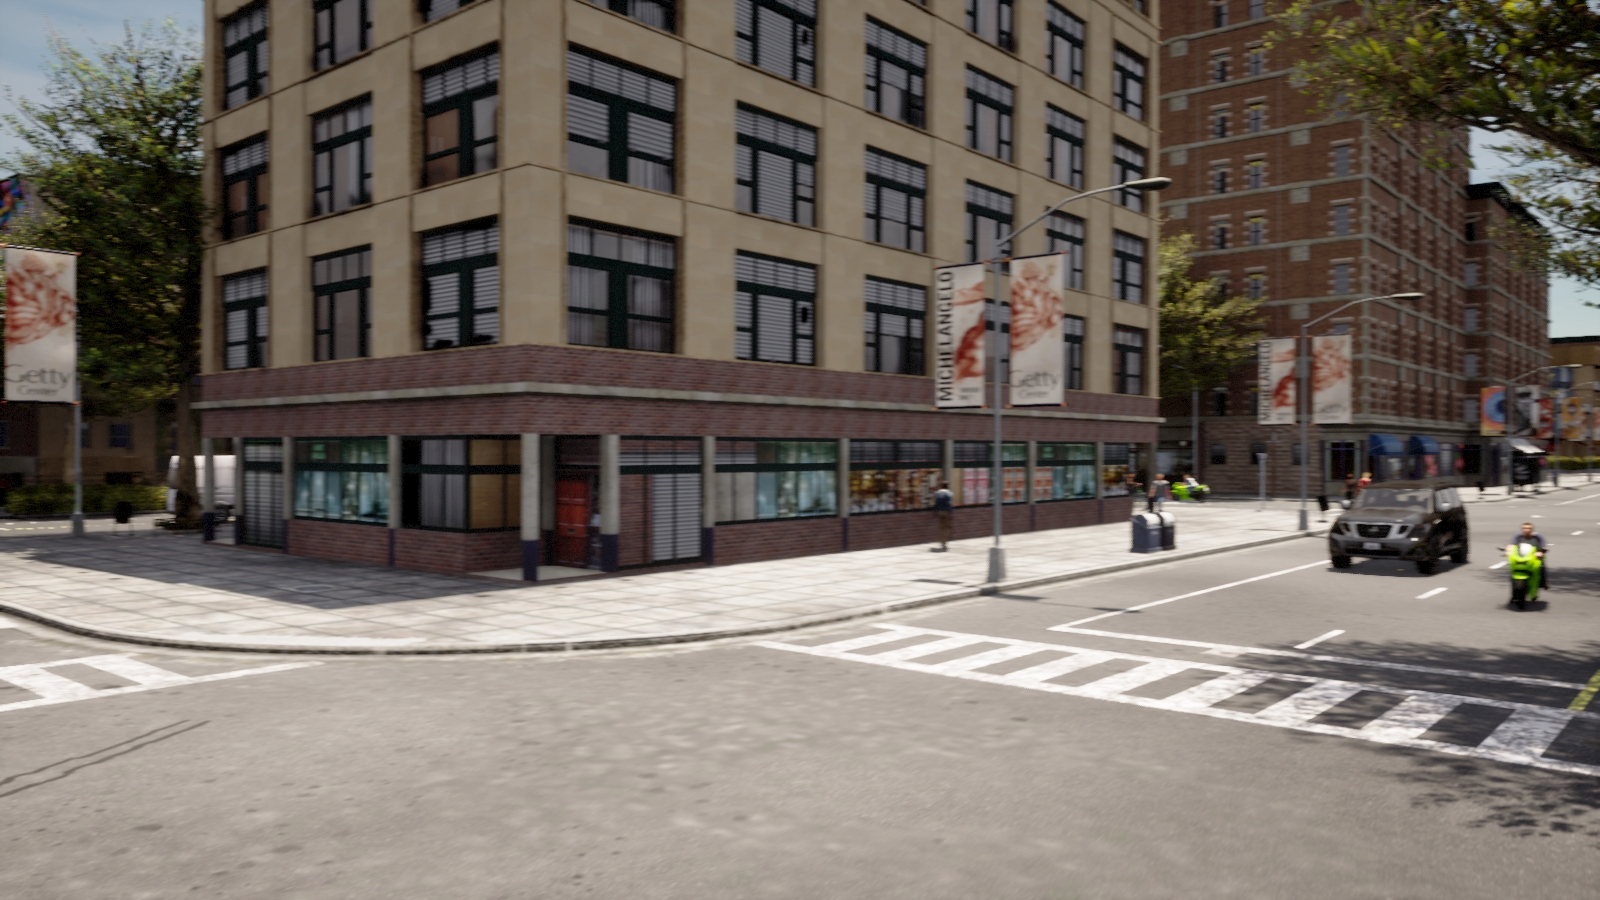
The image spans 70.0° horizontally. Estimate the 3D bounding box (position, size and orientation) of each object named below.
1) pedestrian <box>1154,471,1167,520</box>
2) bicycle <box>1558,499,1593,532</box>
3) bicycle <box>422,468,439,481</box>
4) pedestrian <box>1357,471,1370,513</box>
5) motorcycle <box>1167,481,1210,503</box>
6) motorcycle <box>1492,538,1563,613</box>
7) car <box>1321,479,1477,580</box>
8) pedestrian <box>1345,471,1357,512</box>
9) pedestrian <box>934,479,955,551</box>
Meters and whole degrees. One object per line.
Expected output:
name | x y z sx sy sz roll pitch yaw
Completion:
pedestrian | 13.673 1.726 43.350 0.375 1.860 0.375 0 0 40
bicycle | 27.455 2.310 40.448 0.859 1.080 1.487 0 0 40
bicycle | -33.272 2.211 102.912 1.487 1.080 0.859 0 0 40
pedestrian | 25.333 1.901 51.386 0.375 1.860 0.375 0 0 -20
motorcycle | 20.921 2.258 61.509 2.033 1.145 0.803 0 0 40
motorcycle | 13.196 2.239 20.698 0.803 1.145 2.033 0 0 41
car | 14.654 1.809 27.774 2.150 2.045 5.566 0 0 41
pedestrian | 25.084 1.900 52.007 0.375 1.860 0.375 0 0 39
pedestrian | 3.799 1.707 30.007 0.375 1.860 0.375 0 0 -45
